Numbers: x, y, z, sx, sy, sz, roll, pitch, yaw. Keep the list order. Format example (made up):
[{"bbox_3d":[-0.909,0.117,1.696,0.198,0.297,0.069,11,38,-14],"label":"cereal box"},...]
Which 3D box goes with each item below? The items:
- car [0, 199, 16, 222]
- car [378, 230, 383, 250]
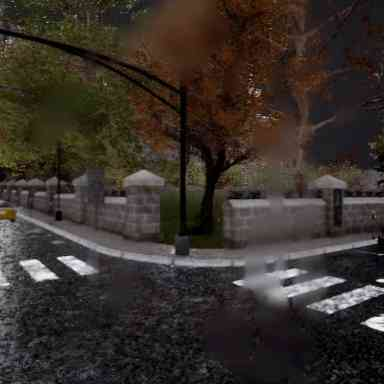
[{"bbox_3d":[-12.352,1.125,21.136,1.752,1.417,4.829,1,0,-36],"label":"car"},{"bbox_3d":[9.037,1.564,13.000,4.313,1.339,1.947,0,0,-35],"label":"car"}]
